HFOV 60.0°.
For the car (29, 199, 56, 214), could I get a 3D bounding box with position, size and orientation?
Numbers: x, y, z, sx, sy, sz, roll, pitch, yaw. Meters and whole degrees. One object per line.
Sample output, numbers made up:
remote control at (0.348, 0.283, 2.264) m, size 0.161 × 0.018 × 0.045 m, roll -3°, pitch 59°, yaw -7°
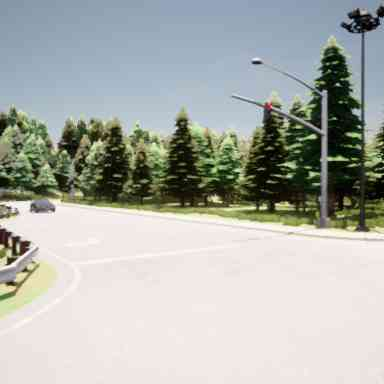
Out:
car at (-15.734, 1.445, 34.956) m, size 1.812 × 1.442 × 4.674 m, roll 0°, pitch 0°, yaw -36°
